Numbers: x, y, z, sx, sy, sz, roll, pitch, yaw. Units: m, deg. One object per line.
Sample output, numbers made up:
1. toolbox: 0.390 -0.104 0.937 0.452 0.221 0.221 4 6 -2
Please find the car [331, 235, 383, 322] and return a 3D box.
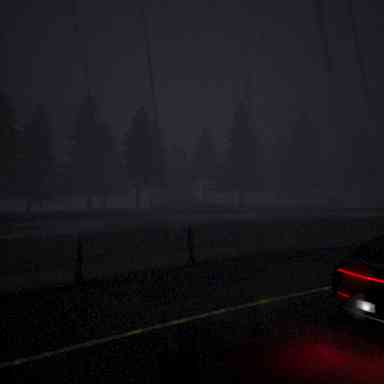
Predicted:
1. car: 4.785 1.506 6.345 4.892 1.490 1.837 0 0 -30
